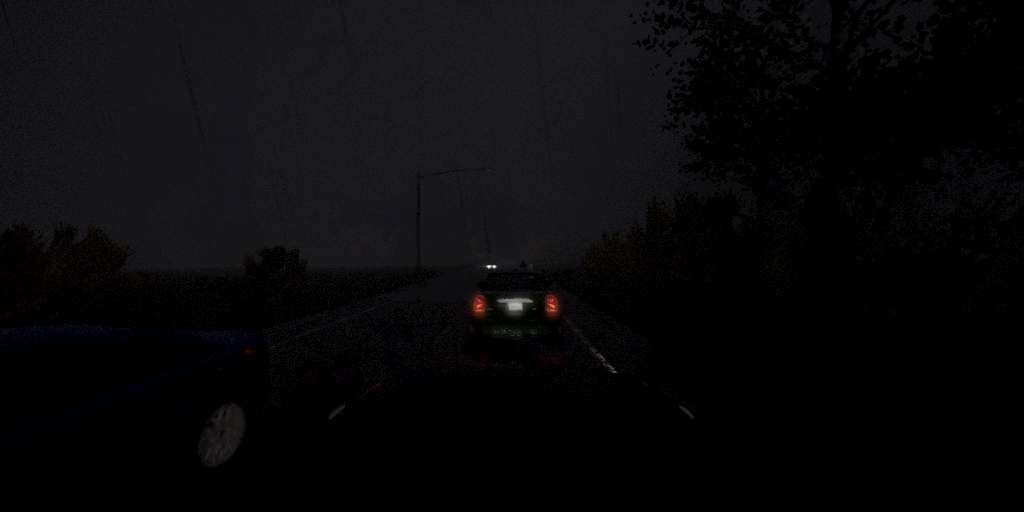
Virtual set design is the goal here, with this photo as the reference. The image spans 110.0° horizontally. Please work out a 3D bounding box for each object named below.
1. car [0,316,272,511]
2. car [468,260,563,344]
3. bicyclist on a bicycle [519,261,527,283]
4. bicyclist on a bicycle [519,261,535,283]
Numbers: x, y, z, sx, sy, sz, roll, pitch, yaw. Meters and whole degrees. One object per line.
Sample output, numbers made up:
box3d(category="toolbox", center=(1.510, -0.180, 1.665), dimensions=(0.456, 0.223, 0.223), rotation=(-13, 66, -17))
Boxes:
box3d(category="car", center=(-3.603, 1.227, 1.887), dimensions=(1.882, 1.535, 5.008), rotation=(0, 0, 0))
box3d(category="car", center=(0.073, 1.099, 9.775), dimensions=(2.097, 1.767, 4.553), rotation=(0, 0, 0))
box3d(category="bicyclist on a bicycle", center=(0.843, 1.193, 27.235), dimensions=(0.582, 1.620, 1.656), rotation=(0, 0, 0))
box3d(category="bicyclist on a bicycle", center=(0.905, 1.181, 17.119), dimensions=(0.866, 1.612, 1.509), rotation=(0, 0, 0))
